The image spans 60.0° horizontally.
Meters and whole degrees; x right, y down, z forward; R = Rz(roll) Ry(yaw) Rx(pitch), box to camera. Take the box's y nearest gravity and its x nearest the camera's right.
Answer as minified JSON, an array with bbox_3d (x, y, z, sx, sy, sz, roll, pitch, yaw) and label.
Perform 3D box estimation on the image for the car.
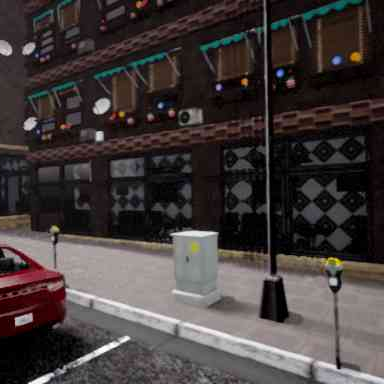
[{"bbox_3d":[-3.953,1.463,5.492,4.507,1.381,1.887,1,0,35],"label":"car"}]
